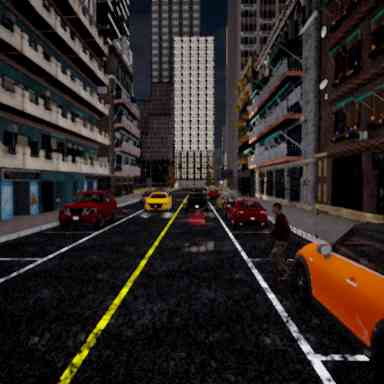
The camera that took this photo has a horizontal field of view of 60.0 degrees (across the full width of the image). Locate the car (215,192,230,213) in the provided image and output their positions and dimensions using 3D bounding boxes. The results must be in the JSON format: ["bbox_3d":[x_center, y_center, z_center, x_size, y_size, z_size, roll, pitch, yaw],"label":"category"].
[{"bbox_3d":[2.986,0.945,23.629,2.008,1.369,4.403,-1,1,1],"label":"car"}]

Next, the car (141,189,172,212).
[{"bbox_3d":[-2.740,0.766,28.038,1.882,1.535,5.008,0,1,1],"label":"car"}]

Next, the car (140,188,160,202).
[{"bbox_3d":[-5.181,0.564,40.316,1.802,1.307,4.206,-1,1,1],"label":"car"}]

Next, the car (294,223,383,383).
[{"bbox_3d":[3.061,1.222,4.831,2.097,1.767,4.553,0,1,1],"label":"car"}]

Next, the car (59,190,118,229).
[{"bbox_3d":[-5.468,0.854,18.224,2.192,1.841,5.009,-1,1,1],"label":"car"}]

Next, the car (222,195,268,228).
[{"bbox_3d":[2.915,1.079,18.108,1.887,1.381,4.507,-1,1,1],"label":"car"}]

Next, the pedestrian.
[{"bbox_3d":[2.025,1.094,7.641,0.375,1.860,0.375,-1,2,1],"label":"pedestrian"}]

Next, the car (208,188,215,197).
[{"bbox_3d":[3.341,0.244,51.236,1.887,1.381,4.507,-1,1,1],"label":"car"}]

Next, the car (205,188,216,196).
[{"bbox_3d":[3.485,-0.057,62.448,1.752,1.417,4.829,-1,1,1],"label":"car"}]

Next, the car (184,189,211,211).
[{"bbox_3d":[0.433,0.789,28.166,1.837,1.490,4.892,0,2,1],"label":"car"}]

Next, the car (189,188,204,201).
[{"bbox_3d":[0.662,0.320,45.646,1.882,1.535,5.008,0,1,1],"label":"car"}]

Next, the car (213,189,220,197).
[{"bbox_3d":[3.059,0.776,29.320,1.752,1.417,4.829,-1,1,1],"label":"car"}]

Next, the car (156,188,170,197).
[{"bbox_3d":[-4.968,0.110,56.879,1.887,1.381,4.507,-1,1,1],"label":"car"}]
